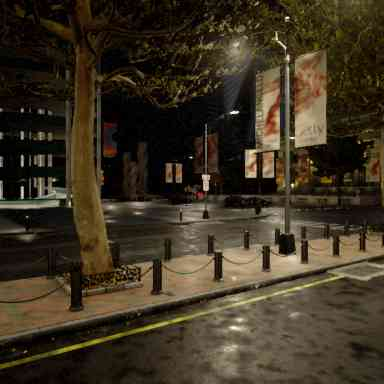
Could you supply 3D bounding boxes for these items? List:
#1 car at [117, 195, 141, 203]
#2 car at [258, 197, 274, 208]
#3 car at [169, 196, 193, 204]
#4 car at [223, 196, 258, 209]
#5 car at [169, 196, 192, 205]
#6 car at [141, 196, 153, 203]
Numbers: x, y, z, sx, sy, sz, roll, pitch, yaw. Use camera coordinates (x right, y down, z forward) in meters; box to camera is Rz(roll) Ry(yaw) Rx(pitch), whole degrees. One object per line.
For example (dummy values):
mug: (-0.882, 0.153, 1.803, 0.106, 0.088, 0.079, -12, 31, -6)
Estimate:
car: (-13.592, 1.355, 69.814, 4.553, 1.767, 2.097, 0, 0, 33)
car: (9.509, 1.504, 47.924, 1.837, 1.490, 4.892, 0, 0, -35)
car: (-2.161, 1.547, 64.181, 2.033, 1.411, 5.357, 0, 0, -37)
car: (6.410, 1.352, 46.240, 2.097, 1.767, 4.553, 0, 0, -35)
car: (-2.131, 1.477, 58.198, 1.882, 1.535, 5.008, 0, 0, -37)
car: (-10.579, 1.524, 72.058, 4.674, 1.442, 1.812, 0, 0, 33)
